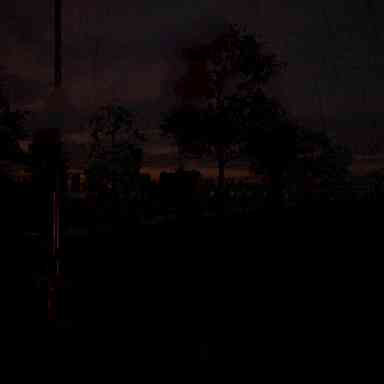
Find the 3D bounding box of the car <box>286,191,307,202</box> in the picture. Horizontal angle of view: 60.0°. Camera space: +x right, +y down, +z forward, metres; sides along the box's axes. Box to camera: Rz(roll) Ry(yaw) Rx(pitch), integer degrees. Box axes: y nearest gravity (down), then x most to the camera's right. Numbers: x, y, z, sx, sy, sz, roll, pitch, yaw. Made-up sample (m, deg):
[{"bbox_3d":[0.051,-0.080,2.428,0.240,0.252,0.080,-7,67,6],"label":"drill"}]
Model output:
[{"bbox_3d":[15.439,0.604,49.052,1.882,1.535,5.008,0,1,36],"label":"car"}]
